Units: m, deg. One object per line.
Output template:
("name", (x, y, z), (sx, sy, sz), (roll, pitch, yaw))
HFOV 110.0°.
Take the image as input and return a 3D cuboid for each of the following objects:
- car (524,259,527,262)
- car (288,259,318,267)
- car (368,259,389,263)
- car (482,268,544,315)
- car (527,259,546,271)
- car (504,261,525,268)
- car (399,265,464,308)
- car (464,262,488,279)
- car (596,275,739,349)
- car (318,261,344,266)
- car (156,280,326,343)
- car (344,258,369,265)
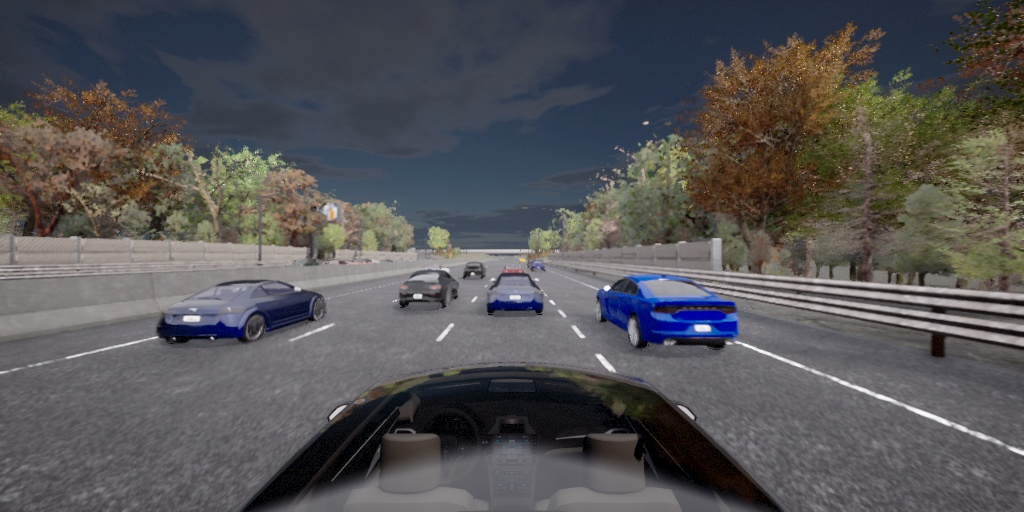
("car", (3.502, 1.328, 61.856), (1.837, 1.490, 4.892), (0, 0, 0))
("car", (-28.066, 1.182, 48.387), (2.097, 1.767, 4.553), (0, 0, 0))
("car", (-17.573, 1.398, 49.326), (1.994, 1.385, 4.181), (0, 0, 0))
("car", (0.103, 1.331, 13.766), (1.994, 1.385, 4.181), (0, 0, 0))
("car", (3.502, 1.335, 49.866), (1.812, 1.442, 4.674), (0, 0, 0))
("car", (0.104, 1.400, 32.121), (1.895, 1.301, 4.718), (0, 0, 0))
("car", (-3.398, 1.295, 15.237), (1.812, 1.442, 4.674), (0, 0, 0))
("car", (-3.397, 1.307, 33.567), (1.837, 1.490, 4.892), (0, 0, 0))
("car", (3.559, 1.214, 9.219), (1.882, 1.535, 5.008), (0, 0, -1))
("car", (-24.562, 1.359, 49.942), (1.812, 1.442, 4.674), (0, 0, 0))
("car", (-6.897, 1.324, 9.727), (1.994, 1.385, 4.181), (0, 0, 0))
("car", (-21.064, 1.186, 50.111), (2.097, 1.767, 4.553), (0, 0, 0))
